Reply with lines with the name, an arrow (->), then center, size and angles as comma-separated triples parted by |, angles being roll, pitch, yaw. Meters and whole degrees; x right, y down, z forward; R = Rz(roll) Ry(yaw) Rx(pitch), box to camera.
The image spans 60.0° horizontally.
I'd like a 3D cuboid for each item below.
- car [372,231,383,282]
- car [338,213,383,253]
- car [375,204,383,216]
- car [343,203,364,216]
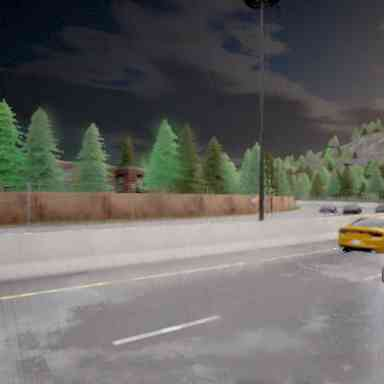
car -> 6.641, 1.737, 8.404 | 4.181, 1.385, 1.994 | 1, -1, -37
car -> 8.030, 1.743, 13.887 | 5.008, 1.535, 1.882 | 1, -1, -39
car -> 25.181, 2.334, 43.453 | 1.837, 1.490, 4.892 | 0, -2, 33
car -> 21.553, 2.293, 44.319 | 1.882, 1.535, 5.008 | 0, -1, 34
